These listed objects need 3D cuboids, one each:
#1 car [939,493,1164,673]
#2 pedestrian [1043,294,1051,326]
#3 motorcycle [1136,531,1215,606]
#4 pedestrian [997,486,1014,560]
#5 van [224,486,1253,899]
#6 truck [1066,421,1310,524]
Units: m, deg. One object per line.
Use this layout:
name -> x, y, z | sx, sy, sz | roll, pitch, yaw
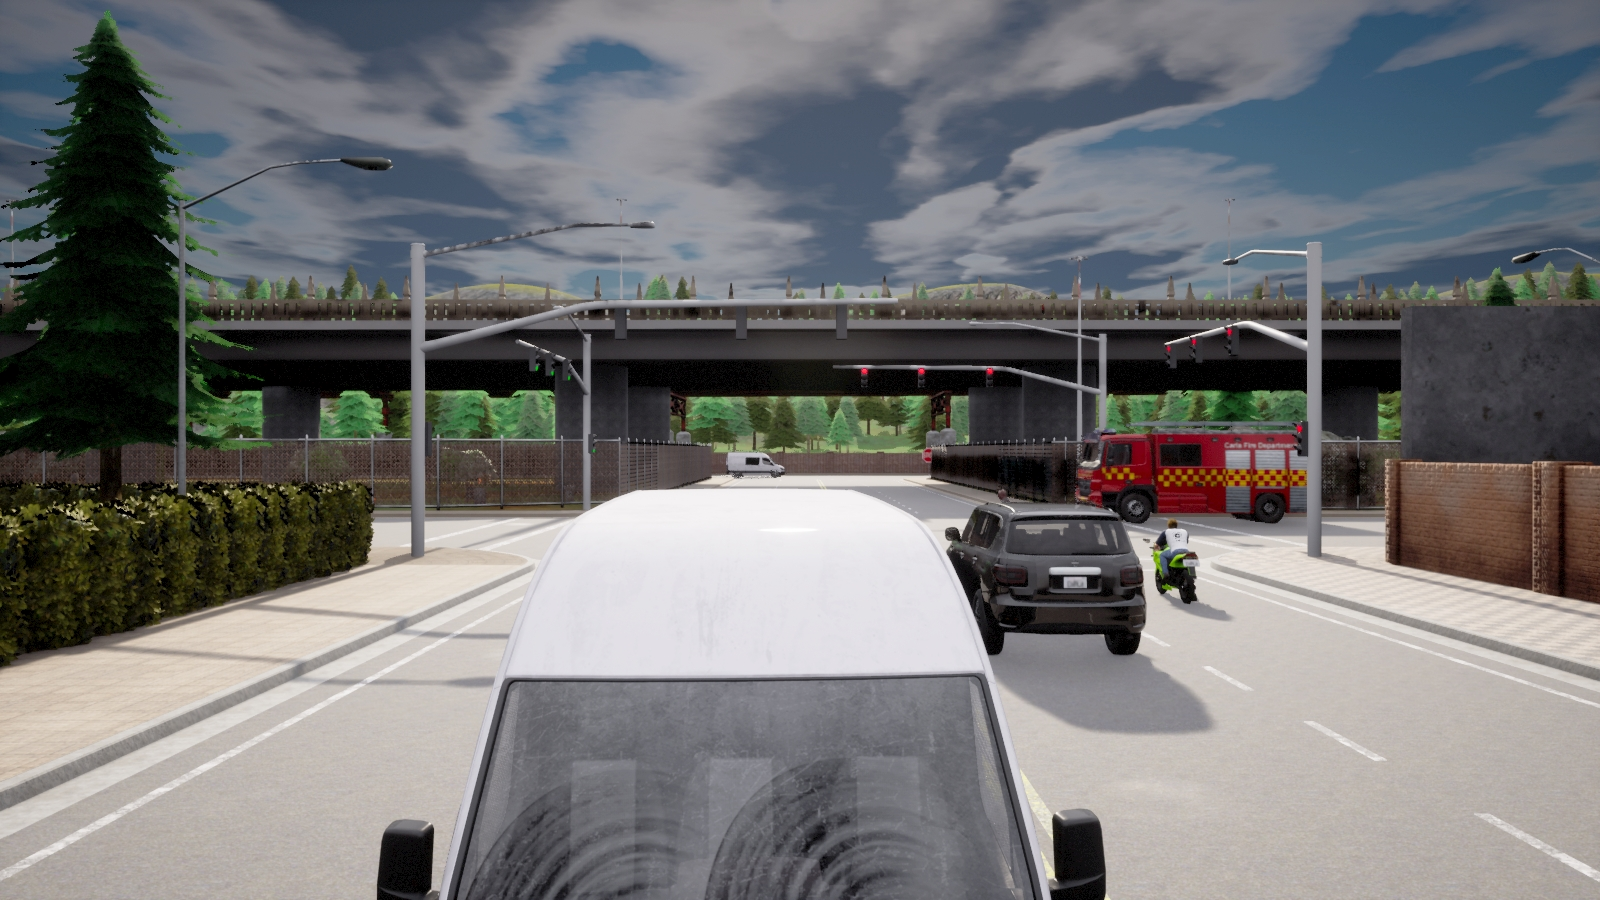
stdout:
car -> 3.496, 1.780, 17.139 | 2.150, 2.045, 5.566 | 0, 0, 0
pedestrian -> 14.623, -8.300, 67.733 | 0.375, 1.860, 0.375 | 0, 0, 0
motorcycle -> 6.995, 2.187, 21.401 | 0.803, 1.199, 2.033 | 0, 0, 0
pedestrian -> 5.209, 1.841, 28.961 | 0.375, 1.860, 0.375 | 0, 0, -1
van -> -0.245, 1.535, 5.164 | 1.988, 2.561, 5.915 | 0, 0, -3
truck -> 14.860, 0.841, 44.241 | 8.468, 3.827, 2.891 | 0, 0, 0
